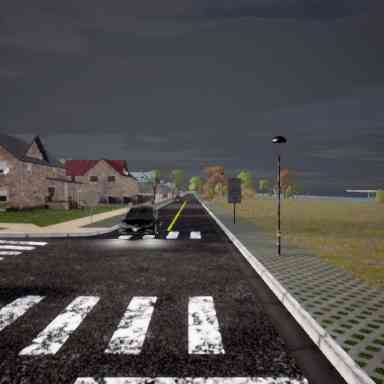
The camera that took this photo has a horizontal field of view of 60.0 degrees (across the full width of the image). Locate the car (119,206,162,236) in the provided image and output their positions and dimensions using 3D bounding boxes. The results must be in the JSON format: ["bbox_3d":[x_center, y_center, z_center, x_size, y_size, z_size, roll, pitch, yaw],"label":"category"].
[{"bbox_3d":[-2.764,1.565,18.516,1.837,1.490,4.892,0,0,0],"label":"car"}]

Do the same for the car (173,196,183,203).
[{"bbox_3d":[-2.793,1.515,68.746,1.812,1.442,4.674,0,0,0],"label":"car"}]
